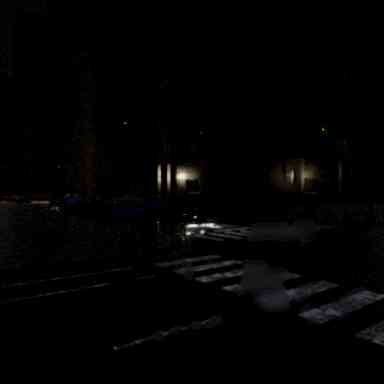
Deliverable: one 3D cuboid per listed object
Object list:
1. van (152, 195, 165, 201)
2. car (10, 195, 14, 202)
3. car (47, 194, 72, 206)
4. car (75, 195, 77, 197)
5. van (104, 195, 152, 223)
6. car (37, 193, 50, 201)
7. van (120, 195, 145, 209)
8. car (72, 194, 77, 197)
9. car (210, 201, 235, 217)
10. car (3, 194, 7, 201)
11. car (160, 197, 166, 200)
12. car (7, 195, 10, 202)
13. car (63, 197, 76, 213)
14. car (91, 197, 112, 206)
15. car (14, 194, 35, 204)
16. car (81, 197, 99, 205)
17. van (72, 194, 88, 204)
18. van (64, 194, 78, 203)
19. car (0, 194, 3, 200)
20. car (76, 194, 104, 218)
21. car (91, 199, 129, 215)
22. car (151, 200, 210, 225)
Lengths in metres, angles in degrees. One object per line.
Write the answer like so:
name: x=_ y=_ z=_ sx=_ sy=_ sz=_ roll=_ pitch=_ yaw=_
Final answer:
van: x=-4.566 y=1.281 z=39.204 sx=1.690 sy=1.788 sz=3.998 roll=0 pitch=0 yaw=-35
car: x=-34.582 y=1.375 z=66.607 sx=1.967 sy=1.590 sz=4.097 roll=0 pitch=0 yaw=-35
car: x=-20.746 y=1.414 z=51.959 sx=1.882 sy=1.535 sz=5.008 roll=0 pitch=0 yaw=-35
car: x=-15.914 y=1.461 z=50.444 sx=1.812 sy=1.442 sz=4.674 roll=0 pitch=0 yaw=-35
van: x=-4.911 y=1.286 z=25.008 sx=1.690 sy=1.788 sz=3.998 roll=0 pitch=0 yaw=-35
car: x=-37.533 y=1.253 z=85.426 sx=2.192 sy=1.841 sz=5.009 roll=0 pitch=0 yaw=-35
van: x=-7.862 y=1.278 z=43.826 sx=1.690 sy=1.788 sz=3.998 roll=0 pitch=0 yaw=-35
car: x=-21.906 y=1.483 z=58.758 sx=2.033 sy=1.411 sz=5.357 roll=0 pitch=0 yaw=-35
car: x=2.028 y=1.498 z=29.959 sx=2.008 sy=1.369 sz=4.403 roll=0 pitch=0 yaw=-35
car: x=-41.176 y=1.501 z=75.852 sx=1.947 sy=1.339 sz=4.313 roll=0 pitch=0 yaw=-35
car: x=-1.269 y=1.525 z=34.582 sx=1.802 sy=1.307 sz=4.206 roll=0 pitch=0 yaw=-35
car: x=-37.780 y=1.460 z=71.091 sx=1.752 sy=1.417 sz=4.829 roll=0 pitch=0 yaw=-35
car: x=-11.505 y=1.519 z=34.253 sx=1.802 sy=1.307 sz=4.206 roll=0 pitch=0 yaw=-35
car: x=-14.456 y=1.518 z=53.070 sx=1.802 sy=1.307 sz=4.206 roll=0 pitch=0 yaw=-35
car: x=-31.285 y=1.485 z=61.985 sx=2.008 sy=1.369 sz=4.403 roll=0 pitch=0 yaw=-35
car: x=-17.753 y=1.518 z=57.693 sx=1.802 sy=1.307 sz=4.206 roll=0 pitch=0 yaw=-35
van: x=-21.050 y=1.277 z=62.315 sx=1.690 sy=1.788 sz=3.998 roll=0 pitch=0 yaw=-35
van: x=-24.346 y=1.278 z=66.938 sx=1.690 sy=1.788 sz=3.998 roll=0 pitch=0 yaw=-35
car: x=-44.373 y=1.461 z=80.335 sx=1.752 sy=1.417 sz=4.829 roll=0 pitch=0 yaw=-35
car: x=-8.208 y=1.256 z=29.630 sx=2.192 sy=1.841 sz=5.009 roll=0 pitch=0 yaw=-35
car: x=-8.650 y=1.486 z=34.839 sx=2.033 sy=1.411 sz=5.357 roll=0 pitch=0 yaw=-35
car: x=-0.926 y=1.512 z=24.007 sx=1.994 sy=1.385 sz=4.181 roll=0 pitch=0 yaw=-35
